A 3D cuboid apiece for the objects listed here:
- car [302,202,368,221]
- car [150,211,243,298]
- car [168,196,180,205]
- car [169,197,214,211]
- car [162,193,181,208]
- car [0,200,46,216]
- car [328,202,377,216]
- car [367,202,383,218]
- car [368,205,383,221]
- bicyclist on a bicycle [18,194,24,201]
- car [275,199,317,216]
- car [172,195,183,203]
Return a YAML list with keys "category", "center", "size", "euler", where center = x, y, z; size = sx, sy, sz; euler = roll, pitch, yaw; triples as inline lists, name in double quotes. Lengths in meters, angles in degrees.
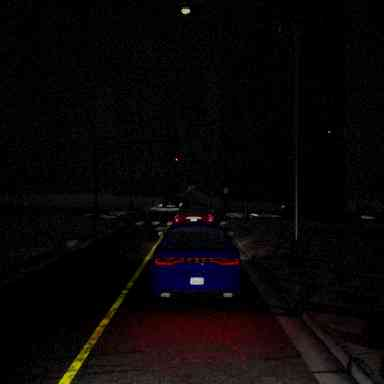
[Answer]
- category: "car"
  center: [12.125, 1.775, 28.398]
  size: [4.313, 1.339, 1.947]
  euler: [1, -1, 0]
- category: "car"
  center: [0.098, 1.477, 8.556]
  size: [1.882, 1.535, 5.008]
  euler: [0, 0, 0]
- category: "car"
  center: [-3.101, 1.526, 59.183]
  size: [1.812, 1.442, 4.674]
  euler: [0, 0, 1]
- category: "car"
  center: [0.114, 1.352, 17.710]
  size: [2.097, 1.767, 4.553]
  euler: [0, 0, 1]
- category: "car"
  center: [-3.111, 1.222, 49.351]
  size: [2.150, 2.045, 5.566]
  euler: [0, 0, 0]
- category: "car"
  center: [-14.784, 1.367, 28.293]
  size: [4.403, 1.369, 2.008]
  euler: [1, -1, 0]
- category: "car"
  center: [17.773, 1.842, 36.925]
  size: [4.403, 1.369, 2.008]
  euler: [1, -1, 0]
- category: "car"
  center: [20.854, 1.867, 34.251]
  size: [4.674, 1.442, 1.812]
  euler: [1, 0, 0]
- category: "car"
  center: [17.938, 1.824, 28.401]
  size: [4.829, 1.417, 1.752]
  euler: [1, -1, 0]
- category: "bicyclist on a bicycle"
  center: [-20.511, 1.030, 39.775]
  size: [0.582, 1.620, 1.656]
  euler: [1, 0, 0]
- category: "car"
  center: [10.940, 1.539, 34.247]
  size: [4.553, 1.767, 2.097]
  euler: [1, 0, 0]
- category: "car"
  center: [-3.034, 1.493, 69.501]
  size: [2.128, 1.511, 4.902]
  euler: [0, 0, 0]
